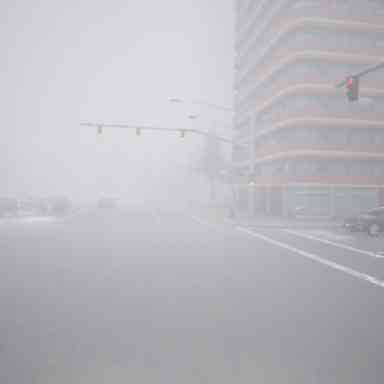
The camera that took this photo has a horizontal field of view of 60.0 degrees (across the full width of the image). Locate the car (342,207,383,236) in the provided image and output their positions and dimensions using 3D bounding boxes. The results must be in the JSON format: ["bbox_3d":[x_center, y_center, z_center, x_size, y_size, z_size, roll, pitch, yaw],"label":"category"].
[{"bbox_3d":[10.873,1.597,18.531,4.892,1.490,1.837,1,0,-9],"label":"car"}]

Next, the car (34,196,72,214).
[{"bbox_3d":[-12.259,1.136,30.217,2.128,1.511,4.902,1,0,-9],"label":"car"}]

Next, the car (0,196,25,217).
[{"bbox_3d":[-15.172,1.120,26.093,1.837,1.490,4.892,1,0,-9],"label":"car"}]

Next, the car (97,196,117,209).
[{"bbox_3d":[-9.975,1.203,39.186,1.994,1.385,4.181,1,0,-9],"label":"car"}]

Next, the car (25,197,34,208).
[{"bbox_3d":[-16.595,1.147,35.240,1.895,1.301,4.718,1,0,-8],"label":"car"}]
